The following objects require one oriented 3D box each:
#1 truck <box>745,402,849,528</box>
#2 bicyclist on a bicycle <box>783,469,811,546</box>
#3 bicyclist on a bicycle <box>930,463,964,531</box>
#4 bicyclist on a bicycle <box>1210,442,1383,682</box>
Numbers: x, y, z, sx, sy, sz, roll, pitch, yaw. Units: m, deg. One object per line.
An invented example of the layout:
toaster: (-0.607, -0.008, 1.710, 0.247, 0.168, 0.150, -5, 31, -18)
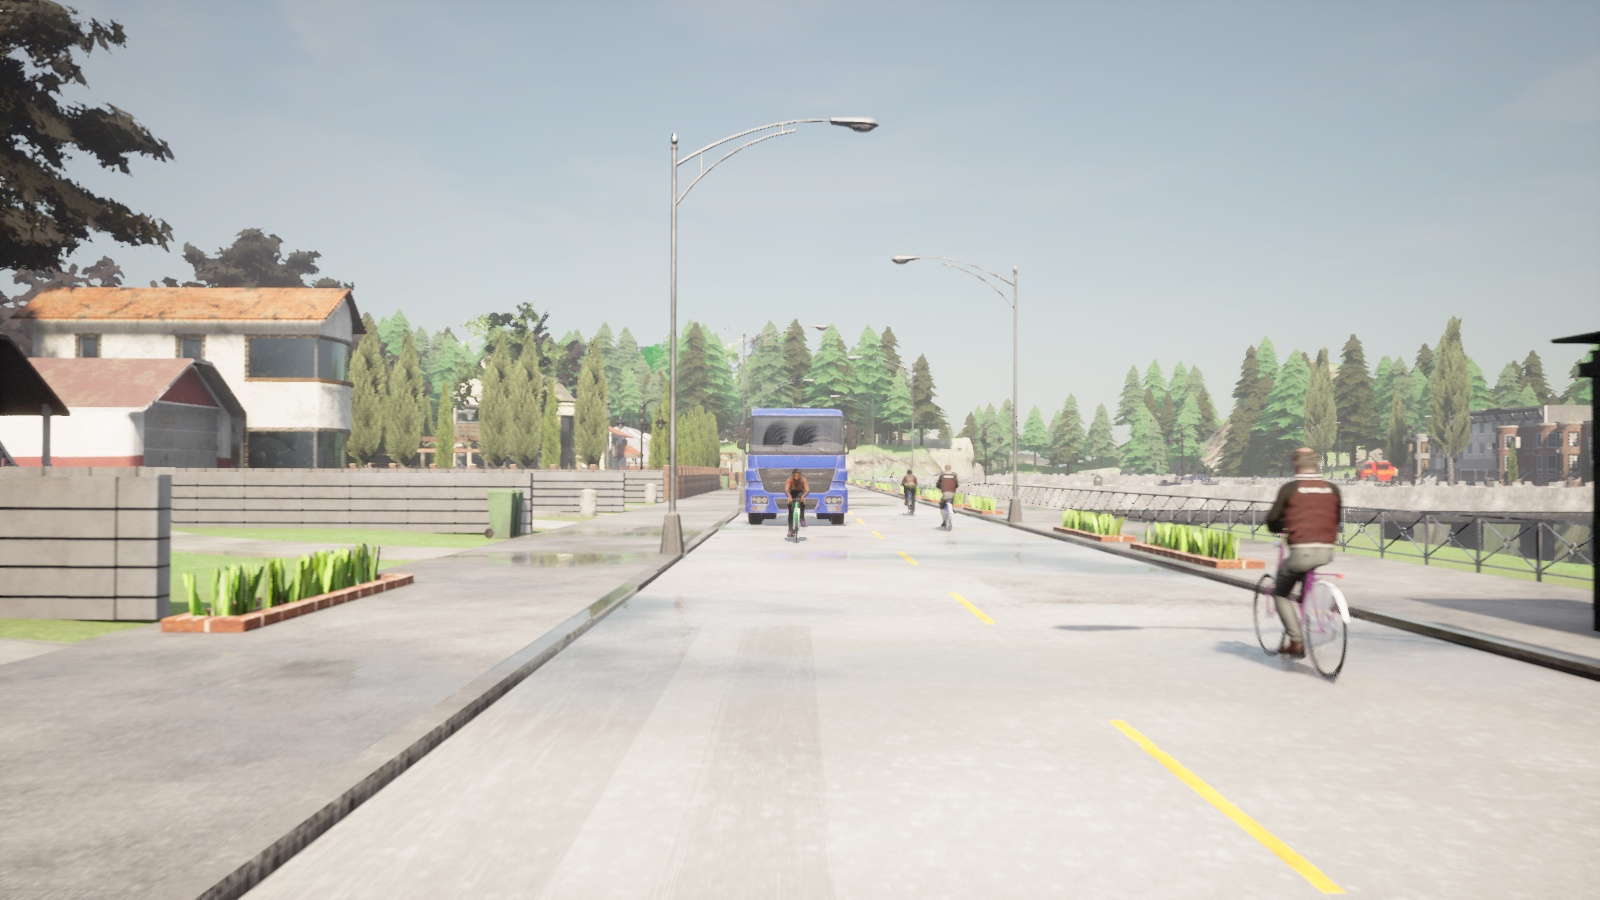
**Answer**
truck: (-0.095, 0.482, 38.778, 2.891, 3.462, 7.936, 0, -1, 0)
bicyclist on a bicycle: (-0.065, 1.226, 27.349, 0.582, 1.620, 1.656, 0, -1, 0)
bicyclist on a bicycle: (3.921, 1.232, 33.597, 0.659, 1.776, 1.843, 0, -1, 0)
bicyclist on a bicycle: (3.976, 0.840, 10.218, 0.659, 1.776, 1.843, 0, -1, 0)
